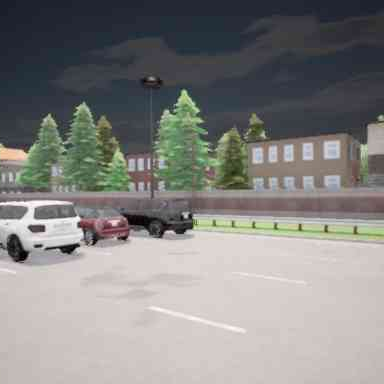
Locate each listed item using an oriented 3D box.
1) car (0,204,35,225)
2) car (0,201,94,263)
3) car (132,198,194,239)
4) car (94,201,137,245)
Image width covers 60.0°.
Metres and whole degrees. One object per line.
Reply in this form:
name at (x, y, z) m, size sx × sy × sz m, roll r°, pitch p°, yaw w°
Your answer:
car at (-15.444, 1.794, 27.834) m, size 4.902 × 1.511 × 2.128 m, roll -1°, pitch 0°, yaw 36°
car at (-6.555, 1.359, 12.867) m, size 5.566 × 2.045 × 2.150 m, roll 0°, pitch 0°, yaw 36°
car at (-2.483, 1.359, 18.561) m, size 5.566 × 2.045 × 2.150 m, roll 0°, pitch 0°, yaw 36°
car at (-5.207, 1.494, 16.221) m, size 4.553 × 1.767 × 2.097 m, roll -1°, pitch -1°, yaw 36°
